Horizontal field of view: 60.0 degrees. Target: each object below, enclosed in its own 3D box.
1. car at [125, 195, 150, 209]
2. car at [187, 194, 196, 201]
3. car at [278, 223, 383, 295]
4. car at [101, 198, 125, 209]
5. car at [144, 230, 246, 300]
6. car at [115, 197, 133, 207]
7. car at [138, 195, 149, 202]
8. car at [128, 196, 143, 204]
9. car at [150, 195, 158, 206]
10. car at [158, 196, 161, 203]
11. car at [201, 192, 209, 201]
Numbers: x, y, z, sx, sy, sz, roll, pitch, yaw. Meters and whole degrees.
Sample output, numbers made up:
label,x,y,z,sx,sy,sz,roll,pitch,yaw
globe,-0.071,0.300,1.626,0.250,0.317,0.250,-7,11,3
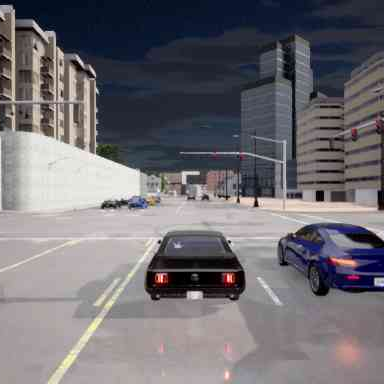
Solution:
label,x,y,z,sx,sy,sz,roll,pitch,yaw
car,-7.164,1.435,44.363,1.882,1.535,5.008,0,0,0
car,-0.136,1.244,84.621,2.097,1.767,4.553,0,0,0
car,3.563,1.508,8.512,1.812,1.442,4.674,0,0,0
car,-10.664,1.529,44.072,1.994,1.385,4.181,0,0,0
car,0.062,1.591,8.285,1.895,1.301,4.718,0,0,0
car,-10.677,1.555,52.831,1.895,1.301,4.718,0,0,0
car,-10.618,1.448,73.140,1.812,1.442,4.674,0,0,0
car,-10.656,1.445,62.983,1.837,1.490,4.892,0,0,0
car,-7.172,1.423,53.822,1.882,1.535,5.008,0,0,0
car,-7.148,1.422,64.258,2.128,1.511,4.902,0,0,1
car,3.364,1.381,84.555,1.837,1.490,4.892,0,0,0
